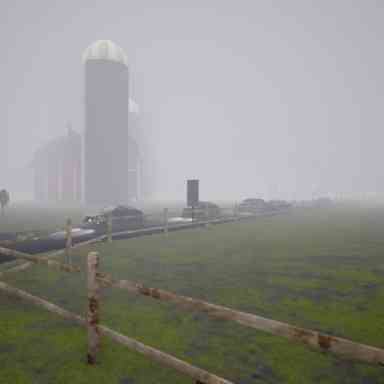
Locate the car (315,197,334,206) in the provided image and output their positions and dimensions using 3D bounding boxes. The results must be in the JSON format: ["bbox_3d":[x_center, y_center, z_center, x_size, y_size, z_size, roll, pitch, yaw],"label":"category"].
[{"bbox_3d":[21.272,1.485,53.133,2.033,1.411,5.357,0,0,36],"label":"car"}]

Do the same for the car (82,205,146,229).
[{"bbox_3d":[-4.967,1.525,21.581,1.994,1.385,4.181,0,0,36],"label":"car"}]

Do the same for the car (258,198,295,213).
[{"bbox_3d":[9.694,1.503,36.981,2.033,1.411,5.357,0,0,35],"label":"car"}]

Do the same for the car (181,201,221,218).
[{"bbox_3d":[0.824,1.512,29.660,1.994,1.385,4.181,0,0,36],"label":"car"}]

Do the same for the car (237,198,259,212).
[{"bbox_3d":[6.873,1.442,38.080,1.837,1.490,4.892,0,0,36],"label":"car"}]
